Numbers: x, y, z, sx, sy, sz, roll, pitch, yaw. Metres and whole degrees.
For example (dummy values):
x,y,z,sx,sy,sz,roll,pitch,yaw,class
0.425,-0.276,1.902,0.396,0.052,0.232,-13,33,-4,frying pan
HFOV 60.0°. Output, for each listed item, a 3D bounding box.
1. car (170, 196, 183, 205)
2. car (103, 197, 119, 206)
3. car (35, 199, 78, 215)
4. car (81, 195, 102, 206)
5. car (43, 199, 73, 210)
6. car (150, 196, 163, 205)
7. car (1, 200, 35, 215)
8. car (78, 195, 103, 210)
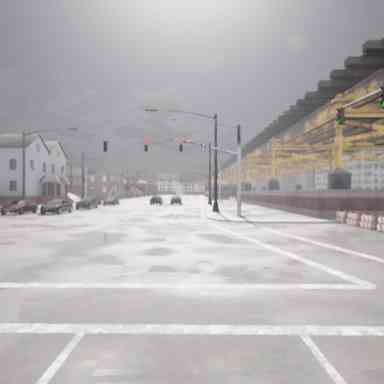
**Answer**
x,y,z,sx,sy,sz,roll,pitch,yaw,class
-2.753,1.506,58.841,1.837,1.490,4.892,0,0,1,car
-13.416,1.527,55.442,1.812,1.442,4.674,0,0,2,car
-13.925,1.506,34.415,1.837,1.490,4.892,0,0,1,car
-16.891,1.353,56.106,2.097,1.767,4.553,0,0,2,car
-17.221,1.602,43.004,1.895,1.301,4.718,0,0,1,car
-6.252,1.479,58.923,1.882,1.535,5.008,0,0,1,car
-17.440,1.526,33.912,1.812,1.442,4.674,0,0,1,car
-13.704,1.506,43.666,1.837,1.490,4.892,0,0,1,car
